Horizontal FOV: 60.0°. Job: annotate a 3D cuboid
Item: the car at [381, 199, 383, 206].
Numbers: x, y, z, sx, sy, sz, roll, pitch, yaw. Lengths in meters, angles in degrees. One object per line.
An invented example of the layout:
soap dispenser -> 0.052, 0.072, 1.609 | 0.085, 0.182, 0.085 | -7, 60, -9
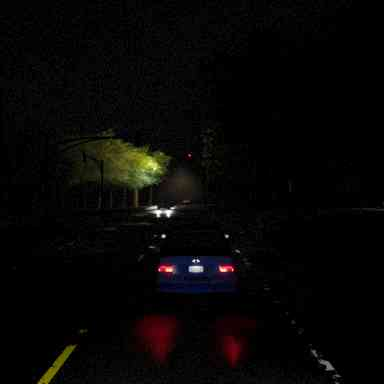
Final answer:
car -> 19.964, 0.666, 30.339 | 4.892, 1.490, 1.837 | -2, -1, 2

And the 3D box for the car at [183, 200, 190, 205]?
car -> -1.509, 2.963, 91.001 | 1.895, 1.301, 4.718 | 0, -2, -1

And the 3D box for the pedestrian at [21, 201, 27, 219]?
pedestrian -> -18.094, 1.918, 35.666 | 0.375, 1.860, 0.375 | 0, 1, 2

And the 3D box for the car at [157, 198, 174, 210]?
car -> -4.173, 2.000, 49.827 | 1.895, 1.301, 4.718 | 0, -1, -1

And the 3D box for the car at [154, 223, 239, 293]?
car -> 0.089, 1.550, 8.997 | 2.033, 1.411, 5.357 | 0, 0, 0

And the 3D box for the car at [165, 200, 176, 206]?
car -> -4.545, 2.330, 70.453 | 1.994, 1.385, 4.181 | 0, -1, -1
